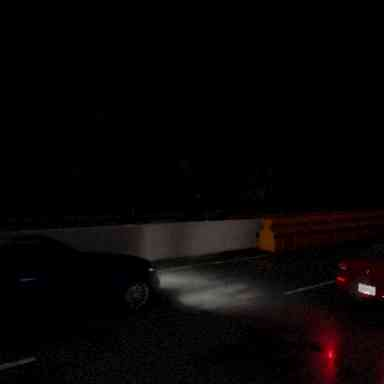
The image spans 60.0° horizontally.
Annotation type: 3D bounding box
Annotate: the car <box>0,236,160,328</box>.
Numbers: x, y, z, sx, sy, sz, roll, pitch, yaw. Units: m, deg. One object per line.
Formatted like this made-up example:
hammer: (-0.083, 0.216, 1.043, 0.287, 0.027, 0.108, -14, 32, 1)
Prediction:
car: (-2.820, 1.536, 6.035, 4.674, 1.442, 1.812, 1, -1, -36)

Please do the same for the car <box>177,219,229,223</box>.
car: (1.458, 1.583, 17.835, 5.008, 1.535, 1.882, 1, -1, -35)

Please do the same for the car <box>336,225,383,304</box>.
car: (5.012, 1.602, 7.322, 4.674, 1.442, 1.812, 1, 0, -36)
